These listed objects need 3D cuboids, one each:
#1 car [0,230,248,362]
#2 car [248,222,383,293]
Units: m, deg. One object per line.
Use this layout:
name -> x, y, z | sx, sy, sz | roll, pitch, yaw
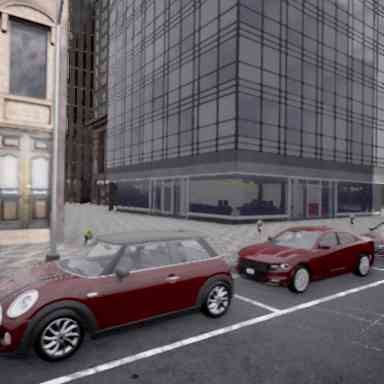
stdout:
car -> -1.251, 1.459, 5.862 | 4.097, 1.590, 1.967 | 1, 0, -36
car -> 3.191, 1.612, 9.034 | 4.507, 1.381, 1.887 | 1, 0, -36
